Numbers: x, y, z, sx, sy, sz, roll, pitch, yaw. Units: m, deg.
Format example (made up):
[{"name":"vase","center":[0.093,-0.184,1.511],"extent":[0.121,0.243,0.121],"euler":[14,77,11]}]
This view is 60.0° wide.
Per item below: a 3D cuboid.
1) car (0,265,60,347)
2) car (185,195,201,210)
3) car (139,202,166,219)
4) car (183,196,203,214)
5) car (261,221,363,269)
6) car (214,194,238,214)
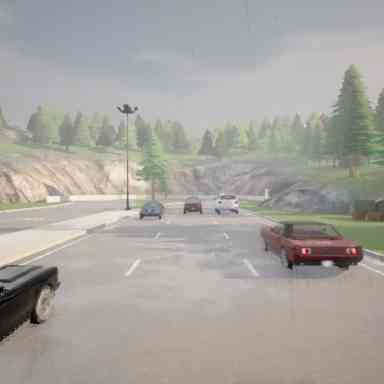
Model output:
[{"name":"car","center":[-3.401,1.601,4.156],"extent":[1.895,1.301,4.718],"euler":[0,0,0]},{"name":"car","center":[0.197,1.352,44.522],"extent":[2.097,1.767,4.553],"euler":[0,0,1]},{"name":"car","center":[-3.397,1.548,29.148],"extent":[2.033,1.411,5.357],"euler":[0,0,0]},{"name":"car","center":[0.097,1.478,35.293],"extent":[1.882,1.535,5.008],"euler":[0,0,0]},{"name":"car","center":[3.602,1.601,11.048],"extent":[1.895,1.301,4.718],"euler":[0,0,0]},{"name":"car","center":[3.604,1.218,35.679],"extent":[2.150,2.045,5.566],"euler":[0,0,0]}]
